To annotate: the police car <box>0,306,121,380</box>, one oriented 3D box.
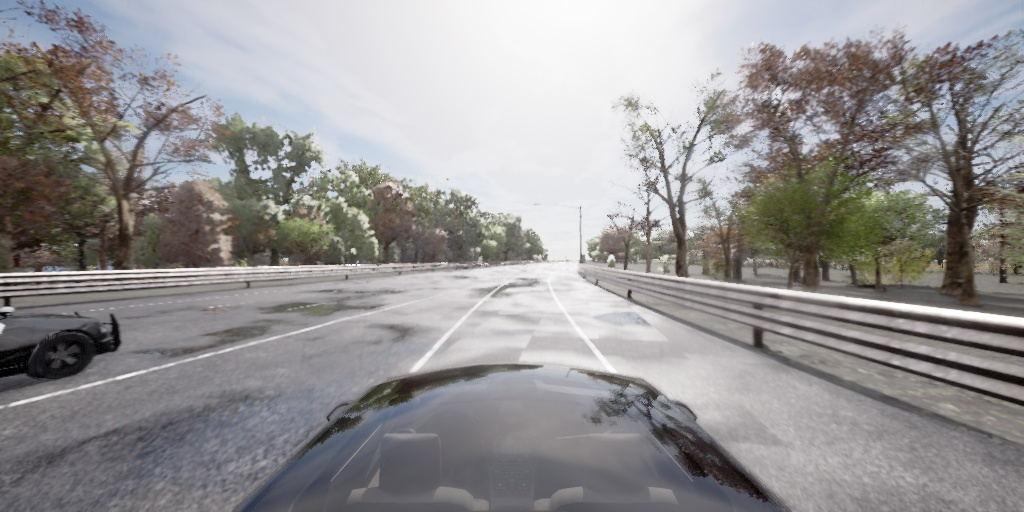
[{"bbox_3d":[-8.484,1.202,4.562,2.038,1.542,4.974,0,-1,11],"label":"police car"}]
